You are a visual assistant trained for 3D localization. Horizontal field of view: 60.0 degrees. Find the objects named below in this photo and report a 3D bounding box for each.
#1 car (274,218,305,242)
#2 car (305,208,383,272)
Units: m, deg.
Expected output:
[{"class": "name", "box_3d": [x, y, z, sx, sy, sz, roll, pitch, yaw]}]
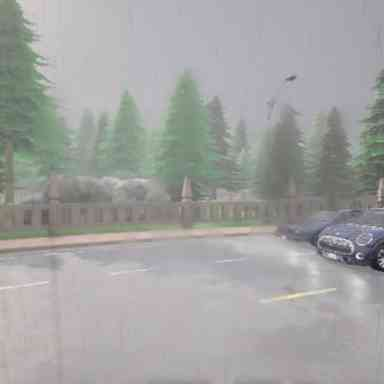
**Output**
[{"class": "car", "box_3d": [6.237, 1.441, 14.160, 5.357, 1.411, 2.033, 0, 1, -17]}, {"class": "car", "box_3d": [6.224, 1.282, 10.427, 4.553, 1.767, 2.097, 0, 1, -19]}]
